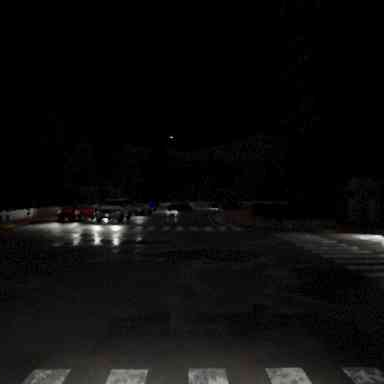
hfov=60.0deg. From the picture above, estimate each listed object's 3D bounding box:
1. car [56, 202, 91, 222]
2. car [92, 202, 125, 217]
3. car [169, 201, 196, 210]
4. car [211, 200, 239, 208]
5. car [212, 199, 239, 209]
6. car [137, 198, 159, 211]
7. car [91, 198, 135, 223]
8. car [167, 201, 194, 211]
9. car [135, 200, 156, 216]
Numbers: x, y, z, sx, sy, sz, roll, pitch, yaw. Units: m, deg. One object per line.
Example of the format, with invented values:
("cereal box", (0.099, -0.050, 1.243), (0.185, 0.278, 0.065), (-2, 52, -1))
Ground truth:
("car", (-10.401, 1.744, 30.069), (2.097, 1.767, 4.553), (0, -1, 3))
("car", (-9.732, 1.988, 39.264), (1.882, 1.535, 5.008), (0, -1, 10))
("car", (-1.588, 2.269, 57.647), (1.812, 1.442, 4.674), (-1, -1, 42))
("car", (6.418, 2.373, 64.248), (5.357, 1.411, 2.033), (0, -1, -33))
("car", (6.187, 2.118, 59.607), (4.553, 1.767, 2.097), (1, -1, -35))
("car", (-6.969, 1.855, 48.953), (2.150, 2.045, 5.566), (0, -1, 26))
("car", (-6.953, 1.612, 30.078), (2.150, 2.045, 5.566), (0, -1, 1))
("car", (-1.906, 2.183, 50.895), (1.812, 1.442, 4.674), (-1, -1, 34))
("car", (-6.162, 2.040, 39.673), (1.812, 1.442, 4.674), (0, -1, 12))
